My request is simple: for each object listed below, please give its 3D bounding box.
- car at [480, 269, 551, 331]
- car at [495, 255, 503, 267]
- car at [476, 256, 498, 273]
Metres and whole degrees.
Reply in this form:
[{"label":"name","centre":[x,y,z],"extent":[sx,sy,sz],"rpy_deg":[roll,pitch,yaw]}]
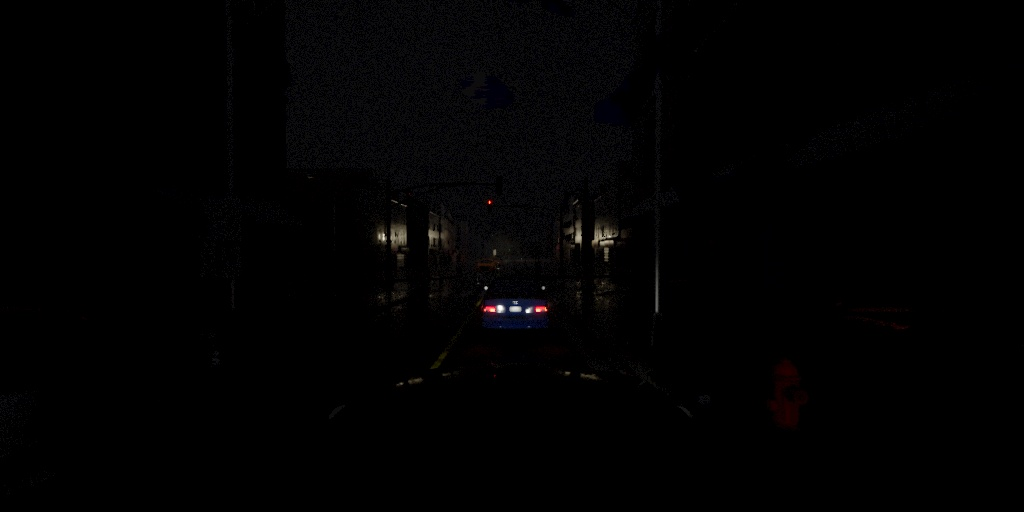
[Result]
[{"label":"car","centre":[0.084,1.282,10.861],"extent":[2.033,1.411,5.357],"rpy_deg":[0,0,0]},{"label":"car","centre":[-2.863,0.932,56.558],"extent":[1.882,1.535,5.008],"rpy_deg":[0,0,0]},{"label":"car","centre":[-2.869,1.054,40.165],"extent":[1.882,1.535,5.008],"rpy_deg":[0,0,0]}]
